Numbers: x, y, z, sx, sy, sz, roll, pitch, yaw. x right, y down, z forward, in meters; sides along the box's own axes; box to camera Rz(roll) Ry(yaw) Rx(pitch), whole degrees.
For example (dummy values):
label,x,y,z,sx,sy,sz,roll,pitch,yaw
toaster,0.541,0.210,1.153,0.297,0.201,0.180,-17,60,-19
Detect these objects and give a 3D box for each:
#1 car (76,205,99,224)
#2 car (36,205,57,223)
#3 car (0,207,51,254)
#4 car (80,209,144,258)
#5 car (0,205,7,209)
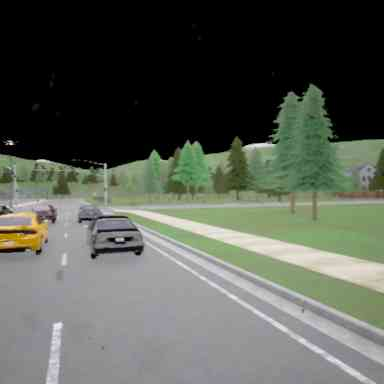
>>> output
label,x,y,z,sx,sy,sz,roll,pitch,yaw
car,-8.497,1.767,27.445,2.033,1.411,5.357,-1,0,-20
car,-12.245,1.784,27.517,1.812,1.442,4.674,-1,0,-20
car,-7.110,1.616,13.758,1.882,1.535,5.008,-1,0,-20
car,-3.246,1.644,13.359,2.033,1.411,5.357,-1,0,-20
car,-15.636,1.767,26.604,1.882,1.535,5.008,-1,0,-20
